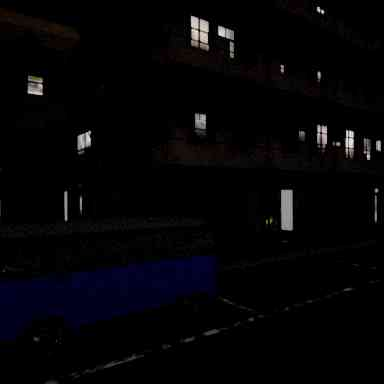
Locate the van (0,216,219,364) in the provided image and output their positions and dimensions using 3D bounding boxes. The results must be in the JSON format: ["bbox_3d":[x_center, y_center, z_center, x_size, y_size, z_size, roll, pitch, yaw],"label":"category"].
[{"bbox_3d":[-1.424,1.341,5.554,3.998,1.788,1.690,0,0,-36],"label":"van"}]
